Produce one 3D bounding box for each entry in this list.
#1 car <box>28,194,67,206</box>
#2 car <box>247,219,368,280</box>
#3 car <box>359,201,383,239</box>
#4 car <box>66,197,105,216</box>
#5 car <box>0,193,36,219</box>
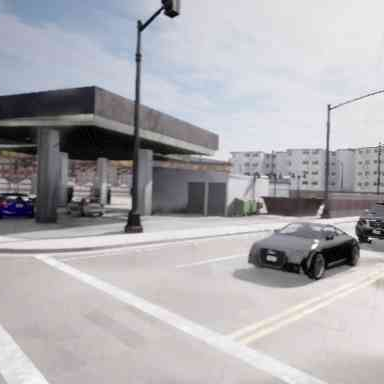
[{"bbox_3d":[-18.485,0.987,42.811,1.895,1.301,4.718,2,0,20],"label":"car"},{"bbox_3d":[3.592,1.657,10.382,4.181,1.385,1.994,2,0,-44],"label":"car"},{"bbox_3d":[10.282,1.505,16.834,5.566,2.045,2.150,2,0,-44],"label":"car"},{"bbox_3d":[-8.830,1.153,27.375,1.970,1.475,3.806,2,0,-43],"label":"car"},{"bbox_3d":[-12.513,0.888,22.905,2.242,1.667,4.611,2,0,-43],"label":"car"}]
